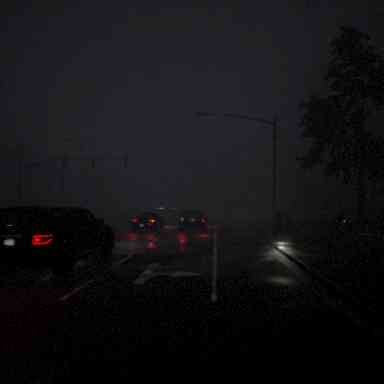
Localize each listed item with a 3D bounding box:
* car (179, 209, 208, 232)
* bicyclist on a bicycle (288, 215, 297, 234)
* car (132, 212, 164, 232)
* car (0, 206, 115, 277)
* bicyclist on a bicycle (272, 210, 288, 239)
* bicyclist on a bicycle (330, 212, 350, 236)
[{"bbox_3d":[0.188,2.168,26.723,2.097,1.767,4.553,1,-2,4],"label":"car"},{"bbox_3d":[6.561,2.122,23.419,1.656,1.620,0.582,0,-2,12],"label":"bicyclist on a bicycle"},{"bbox_3d":[-3.366,2.259,25.903,1.812,1.442,4.674,1,-2,5],"label":"car"},{"bbox_3d":[-4.478,1.498,11.368,2.150,2.045,5.566,1,-2,7],"label":"car"},{"bbox_3d":[5.249,2.001,20.138,0.582,1.620,1.656,1,-1,9],"label":"bicyclist on a bicycle"},{"bbox_3d":[10.053,2.163,22.538,1.656,1.620,0.582,2,-2,-18],"label":"bicyclist on a bicycle"}]
